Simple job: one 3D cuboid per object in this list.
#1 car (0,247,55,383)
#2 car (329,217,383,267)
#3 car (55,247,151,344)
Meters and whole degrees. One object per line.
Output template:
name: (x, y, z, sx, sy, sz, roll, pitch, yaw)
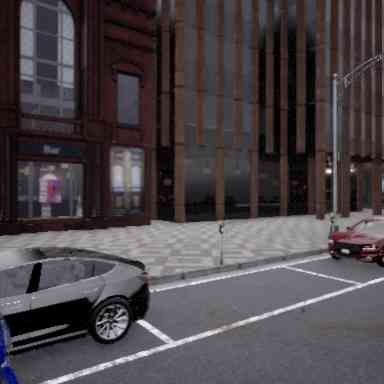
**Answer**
car: (-3.553, 1.219, 0.852, 5.566, 2.045, 2.150, 0, 0, -35)
car: (6.499, 1.557, 11.408, 4.507, 1.381, 1.887, 0, 0, -36)
car: (-2.679, 1.566, 4.853, 4.313, 1.339, 1.947, 0, 0, -36)
